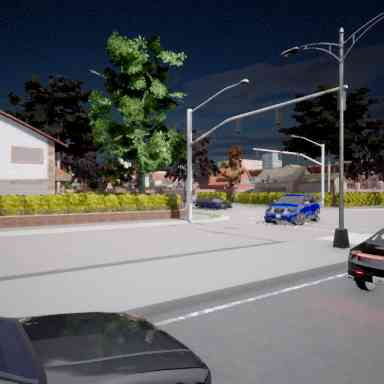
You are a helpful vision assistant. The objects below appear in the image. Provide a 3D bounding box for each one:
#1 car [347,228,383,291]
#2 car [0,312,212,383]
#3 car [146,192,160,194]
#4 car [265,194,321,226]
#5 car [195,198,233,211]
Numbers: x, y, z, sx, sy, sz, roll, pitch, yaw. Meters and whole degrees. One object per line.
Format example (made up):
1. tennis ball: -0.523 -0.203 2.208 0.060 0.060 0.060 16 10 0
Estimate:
1. car: 5.573 1.474 7.720 4.902 1.511 2.128 0 0 -35
2. car: -2.361 1.543 2.060 5.357 1.411 2.033 0 0 -36
3. car: -6.014 1.084 52.072 2.150 2.045 5.566 0 1 -36
4. car: 7.209 1.164 23.173 2.150 2.045 5.566 2 1 39
5. car: 2.564 1.447 40.187 2.033 1.411 5.357 0 0 -36
